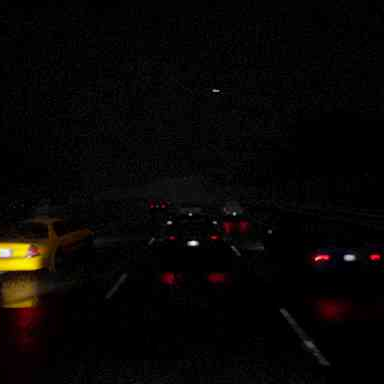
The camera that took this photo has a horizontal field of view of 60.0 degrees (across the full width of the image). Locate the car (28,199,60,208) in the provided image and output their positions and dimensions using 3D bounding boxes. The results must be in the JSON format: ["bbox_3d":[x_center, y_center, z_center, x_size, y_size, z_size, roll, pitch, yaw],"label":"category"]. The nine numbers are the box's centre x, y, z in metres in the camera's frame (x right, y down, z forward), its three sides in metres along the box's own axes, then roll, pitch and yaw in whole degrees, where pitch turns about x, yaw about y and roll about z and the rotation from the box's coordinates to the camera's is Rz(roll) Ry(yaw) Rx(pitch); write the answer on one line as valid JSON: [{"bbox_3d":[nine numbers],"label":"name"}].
[{"bbox_3d":[-17.896,1.636,41.052,1.812,1.442,4.674,0,0,0],"label":"car"}]

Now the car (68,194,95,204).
[{"bbox_3d":[-14.415,1.336,43.696,2.150,2.045,5.566,0,0,0],"label":"car"}]

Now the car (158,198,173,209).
[{"bbox_3d":[-3.873,1.678,49.598,1.994,1.385,4.181,0,0,0],"label":"car"}]

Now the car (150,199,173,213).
[{"bbox_3d":[-3.711,1.612,38.220,2.033,1.411,5.357,0,0,0],"label":"car"}]

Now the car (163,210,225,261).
[{"bbox_3d":[0.020,1.558,12.254,1.994,1.385,4.181,0,0,0],"label":"car"}]

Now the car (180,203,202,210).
[{"bbox_3d":[-0.122,1.632,30.293,1.895,1.301,4.718,0,0,0],"label":"car"}]

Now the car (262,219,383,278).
[{"bbox_3d":[3.537,1.532,10.008,2.033,1.411,5.357,0,0,0],"label":"car"}]

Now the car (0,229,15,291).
[{"bbox_3d":[-4.570,1.533,4.456,1.812,1.442,4.674,0,0,0],"label":"car"}]

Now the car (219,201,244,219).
[{"bbox_3d":[3.390,1.545,28.934,1.812,1.442,4.674,0,0,0],"label":"car"}]

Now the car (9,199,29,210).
[{"bbox_3d":[-21.402,1.631,42.495,1.837,1.490,4.892,0,-1,0],"label":"car"}]

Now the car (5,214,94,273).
[{"bbox_3d":[-4.619,1.461,10.650,1.801,1.575,5.366,0,0,0],"label":"car"}]
